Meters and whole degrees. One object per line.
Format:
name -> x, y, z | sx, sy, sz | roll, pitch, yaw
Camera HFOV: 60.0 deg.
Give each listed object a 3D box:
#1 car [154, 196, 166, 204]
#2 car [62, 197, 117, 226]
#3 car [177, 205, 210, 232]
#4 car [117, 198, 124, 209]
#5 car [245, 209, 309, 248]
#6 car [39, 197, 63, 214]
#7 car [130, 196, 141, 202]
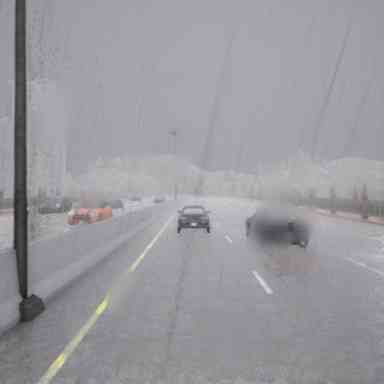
car -> -6.241, 1.477, 64.502 | 1.882, 1.535, 5.008 | 0, 0, 2
car -> -7.090, 1.352, 23.564 | 2.097, 1.767, 4.553 | 0, 0, 0
car -> 0.100, 1.525, 19.829 | 1.812, 1.442, 4.674 | 0, 0, 0
car -> -10.387, 1.548, 44.005 | 2.033, 1.411, 5.357 | 0, 0, 2
car -> 3.599, 1.477, 14.828 | 1.882, 1.535, 5.008 | 0, 0, 0
car -> -14.040, 1.353, 34.751 | 2.097, 1.767, 4.553 | 0, 0, 1
car -> -12.899, 1.564, 76.037 | 1.895, 1.301, 4.718 | 0, 0, 2
